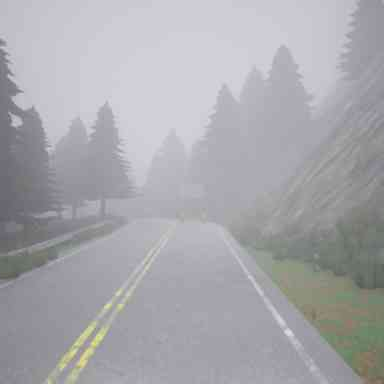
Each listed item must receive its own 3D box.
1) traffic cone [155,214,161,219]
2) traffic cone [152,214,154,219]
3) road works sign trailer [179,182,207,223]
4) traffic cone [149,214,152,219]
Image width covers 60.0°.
[{"bbox_3d":[-3.559,2.688,36.711,0.340,0.580,0.340,2,-4,-18],"label":"traffic cone"},{"bbox_3d":[-4.172,2.817,38.612,0.340,0.580,0.340,2,-5,-18],"label":"traffic cone"},{"bbox_3d":[-0.103,0.936,30.506,2.380,3.560,2.880,1,-2,-17],"label":"road works sign trailer"},{"bbox_3d":[-4.786,2.967,40.512,0.340,0.580,0.340,2,-5,-18],"label":"traffic cone"}]
